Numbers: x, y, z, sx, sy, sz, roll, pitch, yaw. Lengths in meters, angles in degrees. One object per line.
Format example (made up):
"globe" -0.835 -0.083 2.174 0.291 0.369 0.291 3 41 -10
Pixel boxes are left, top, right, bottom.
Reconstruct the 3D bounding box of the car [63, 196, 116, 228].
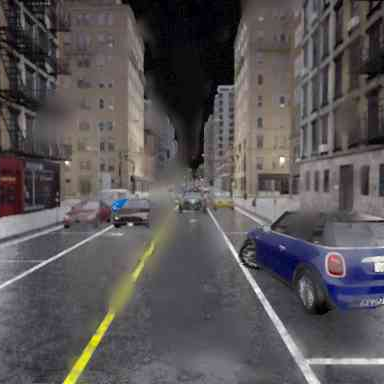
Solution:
"car" -5.401 1.102 17.744 1.802 1.307 4.206 0 2 0

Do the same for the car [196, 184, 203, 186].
"car" 2.600 -0.804 83.542 1.967 1.590 4.097 0 2 0

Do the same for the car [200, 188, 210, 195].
"car" 2.608 -0.203 66.507 1.802 1.307 4.206 0 2 0

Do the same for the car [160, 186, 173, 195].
"car" -5.418 -0.255 66.331 1.752 1.417 4.829 0 2 0

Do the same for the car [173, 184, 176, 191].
"car" -5.422 -0.525 77.860 1.947 1.339 4.313 0 2 0

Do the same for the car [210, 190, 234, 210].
"car" 2.631 0.752 28.725 1.752 1.417 4.829 0 2 0

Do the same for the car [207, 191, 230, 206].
"car" 2.624 0.637 33.960 2.008 1.369 4.403 0 2 0

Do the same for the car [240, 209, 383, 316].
"car" 2.717 1.150 7.370 2.097 1.767 4.553 0 2 -8

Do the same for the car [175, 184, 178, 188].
"car" -5.427 -0.847 89.218 2.008 1.369 4.403 0 2 0

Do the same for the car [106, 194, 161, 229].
"car" -2.857 1.059 18.080 2.033 1.411 5.357 0 2 0

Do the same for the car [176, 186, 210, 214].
"car" 0.066 0.661 25.633 2.097 1.767 4.553 0 2 0

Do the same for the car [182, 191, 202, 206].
"car" 0.002 0.615 35.296 1.994 1.385 4.181 0 2 0

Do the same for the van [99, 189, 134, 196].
"van" -5.402 0.717 23.142 1.690 1.788 3.998 0 2 0
